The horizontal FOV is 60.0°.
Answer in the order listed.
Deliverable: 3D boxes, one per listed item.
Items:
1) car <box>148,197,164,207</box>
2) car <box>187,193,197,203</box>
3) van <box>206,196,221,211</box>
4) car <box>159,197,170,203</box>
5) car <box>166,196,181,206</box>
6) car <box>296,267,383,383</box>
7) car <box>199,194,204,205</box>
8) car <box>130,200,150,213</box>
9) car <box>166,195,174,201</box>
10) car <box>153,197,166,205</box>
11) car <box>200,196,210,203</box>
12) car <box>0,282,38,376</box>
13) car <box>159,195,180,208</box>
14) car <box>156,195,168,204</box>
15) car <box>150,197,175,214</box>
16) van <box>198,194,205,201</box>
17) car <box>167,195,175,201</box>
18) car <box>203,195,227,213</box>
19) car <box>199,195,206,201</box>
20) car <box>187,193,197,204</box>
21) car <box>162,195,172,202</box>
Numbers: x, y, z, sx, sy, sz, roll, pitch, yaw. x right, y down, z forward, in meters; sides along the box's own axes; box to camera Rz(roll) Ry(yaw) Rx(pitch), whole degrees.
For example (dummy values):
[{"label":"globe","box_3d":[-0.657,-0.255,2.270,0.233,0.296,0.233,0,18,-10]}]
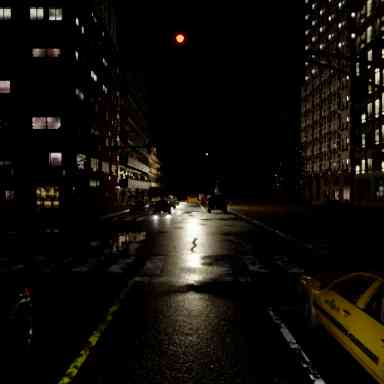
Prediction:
[{"label":"car","box_3d":[-5.701,1.581,52.961,2.008,1.369,4.403,0,0,0]},{"label":"car","box_3d":[-0.008,1.293,75.872,2.150,2.045,5.566,0,0,0]},{"label":"van","box_3d":[2.679,1.358,41.909,1.690,1.788,3.998,0,0,0]},{"label":"car","box_3d":[-5.704,1.639,69.541,1.802,1.307,4.206,0,0,0]},{"label":"car","box_3d":[-3.053,1.526,55.611,2.128,1.511,4.902,0,0,0]},{"label":"car","box_3d":[2.686,1.525,4.140,1.752,1.417,4.829,0,0,0]},{"label":"car","box_3d":[2.677,1.354,58.488,2.192,1.841,5.009,0,0,0]},{"label":"car","box_3d":[-5.698,1.563,36.381,2.008,1.369,4.403,0,0,0]},{"label":"car","box_3d":[-5.706,1.612,85.951,1.752,1.417,4.829,0,0,0]},{"label":"car","box_3d":[-5.702,1.583,58.487,1.887,1.381,4.507,0,0,0]},{"label":"car","box_3d":[2.676,1.602,69.542,1.887,1.381,4.507,0,0,0]},{"label":"car","box_3d":[-3.134,1.564,2.968,1.994,1.385,4.181,0,0,-1]},{"label":"car","box_3d":[-3.095,1.568,45.418,2.033,1.411,5.357,0,0,0]},{"label":"car","box_3d":[-5.704,1.488,64.014,1.967,1.590,4.097,0,0,0]},{"label":"car","box_3d":[-3.127,1.559,35.290,2.033,1.411,5.357,0,0,-4]},{"label":"van","box_3d":[2.672,1.440,91.648,1.690,1.788,3.998,0,0,0]},{"label":"car","box_3d":[-5.707,1.644,91.647,1.887,1.381,4.507,0,0,0]},{"label":"car","box_3d":[2.680,1.327,36.383,2.192,1.841,5.009,0,0,0]},{"label":"car","box_3d":[2.674,1.613,86.292,1.752,1.417,4.829,0,0,0]},{"label":"car","box_3d":[0.091,1.528,65.277,1.882,1.535,5.008,0,0,0]},{"label":"car","box_3d":[-5.705,1.506,75.068,1.967,1.590,4.097,0,0,0]}]
